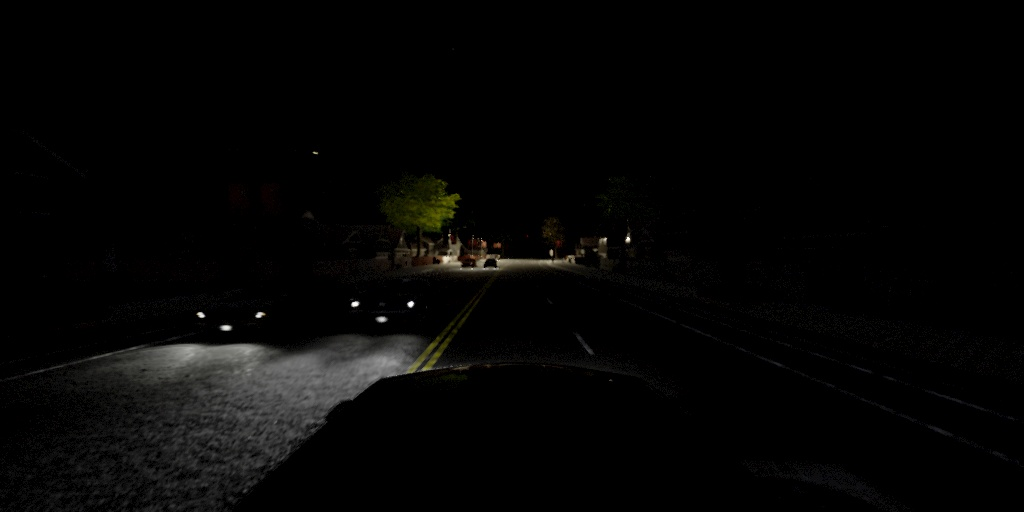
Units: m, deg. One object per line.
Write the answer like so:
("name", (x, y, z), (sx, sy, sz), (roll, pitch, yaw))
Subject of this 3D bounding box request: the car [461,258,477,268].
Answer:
("car", (-6.443, 1.031, 53.737), (1.882, 1.535, 5.008), (0, 0, 1))

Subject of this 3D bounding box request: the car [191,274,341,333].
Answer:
("car", (-6.598, 1.271, 10.929), (2.033, 1.411, 5.357), (0, 0, 0))

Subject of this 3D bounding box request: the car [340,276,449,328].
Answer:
("car", (-3.348, 1.323, 11.453), (1.895, 1.301, 4.718), (0, 0, 0))

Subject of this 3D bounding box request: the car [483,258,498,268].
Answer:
("car", (-3.192, 1.078, 53.963), (1.812, 1.442, 4.674), (0, 0, 1))
